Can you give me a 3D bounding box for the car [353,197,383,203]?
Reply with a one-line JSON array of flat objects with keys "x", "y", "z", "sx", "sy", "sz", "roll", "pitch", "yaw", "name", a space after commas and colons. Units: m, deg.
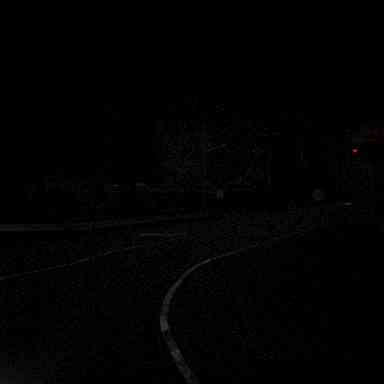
[{"x": 32.025, "y": 1.471, "z": 61.264, "sx": 4.181, "sy": 1.385, "sz": 1.994, "roll": 0, "pitch": 0, "yaw": -1, "name": "car"}]
